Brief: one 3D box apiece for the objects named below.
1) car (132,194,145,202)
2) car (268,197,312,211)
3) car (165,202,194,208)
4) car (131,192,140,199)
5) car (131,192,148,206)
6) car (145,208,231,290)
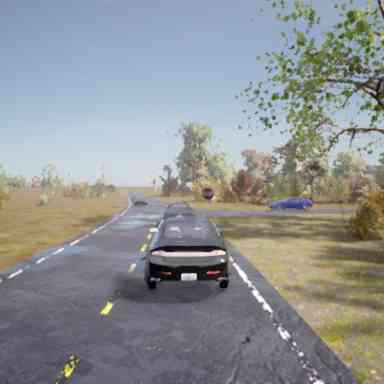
[{"bbox_3d":[-9.510,1.015,58.889,1.994,1.385,4.181,0,0,-11],"label":"car"},{"bbox_3d":[10.336,1.237,35.044,4.674,1.442,1.812,0,0,-11],"label":"car"},{"bbox_3d":[-0.820,1.365,21.739,1.994,1.385,4.181,0,1,-2],"label":"car"},{"bbox_3d":[-12.372,0.839,73.105,1.812,1.442,4.674,0,1,-12],"label":"car"},{"bbox_3d":[-6.959,1.130,45.013,2.033,1.411,5.357,0,1,-9],"label":"car"},{"bbox_3d":[-0.146,1.410,8.872,2.128,1.511,4.902,0,1,-2],"label":"car"}]
